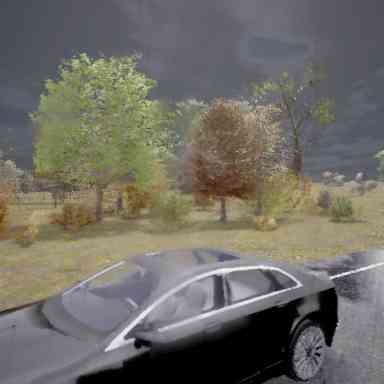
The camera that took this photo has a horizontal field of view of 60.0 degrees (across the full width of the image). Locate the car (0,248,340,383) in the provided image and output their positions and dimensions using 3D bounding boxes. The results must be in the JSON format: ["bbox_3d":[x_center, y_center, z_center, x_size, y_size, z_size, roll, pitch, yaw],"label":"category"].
[{"bbox_3d":[-0.272,1.488,3.823,4.902,1.511,2.128,0,0,-36],"label":"car"}]
